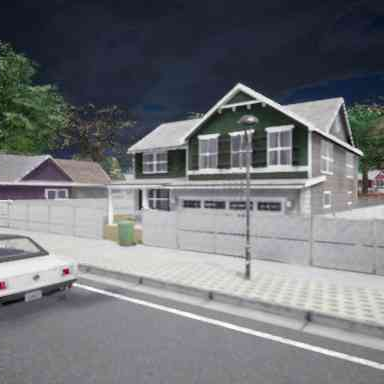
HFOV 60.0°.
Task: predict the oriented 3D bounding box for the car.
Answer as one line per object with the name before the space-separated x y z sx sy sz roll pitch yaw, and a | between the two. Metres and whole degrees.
car | -4.681 1.590 7.333 4.718 1.301 1.895 0 0 36
